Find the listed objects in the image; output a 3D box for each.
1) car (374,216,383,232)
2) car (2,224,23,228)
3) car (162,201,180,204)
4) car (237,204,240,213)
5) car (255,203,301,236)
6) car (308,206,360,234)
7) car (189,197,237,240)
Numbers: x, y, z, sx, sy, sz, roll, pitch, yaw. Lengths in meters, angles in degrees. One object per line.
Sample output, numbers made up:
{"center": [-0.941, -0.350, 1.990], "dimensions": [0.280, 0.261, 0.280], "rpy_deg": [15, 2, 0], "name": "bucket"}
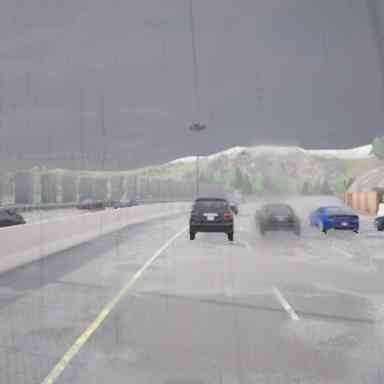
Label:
{"center": [11.772, 1.661, 18.317], "dimensions": [1.994, 1.385, 4.181], "rpy_deg": [0, 0, 6], "name": "car"}
{"center": [-9.812, 1.522, 15.467], "dimensions": [1.837, 1.490, 4.892], "rpy_deg": [0, 0, 5], "name": "car"}
{"center": [-3.357, 1.626, 50.388], "dimensions": [1.882, 1.535, 5.008], "rpy_deg": [0, 0, 16], "name": "car"}
{"center": [4.015, 1.652, 35.692], "dimensions": [1.812, 1.442, 4.674], "rpy_deg": [0, 0, 12], "name": "car"}
{"center": [4.849, 1.430, 19.300], "dimensions": [2.097, 1.767, 4.553], "rpy_deg": [0, 0, 6], "name": "car"}
{"center": [8.487, 1.570, 20.290], "dimensions": [1.882, 1.535, 5.008], "rpy_deg": [0, 0, 7], "name": "car"}
{"center": [1.116, 1.282, 17.698], "dimensions": [2.150, 2.045, 5.566], "rpy_deg": [0, 0, 6], "name": "car"}
